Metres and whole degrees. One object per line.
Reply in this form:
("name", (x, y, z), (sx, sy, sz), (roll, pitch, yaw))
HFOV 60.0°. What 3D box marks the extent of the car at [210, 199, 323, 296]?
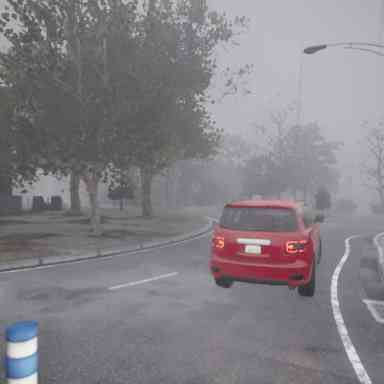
("car", (2.225, 1.196, 8.943), (2.150, 2.045, 5.566), (0, 0, 23))
